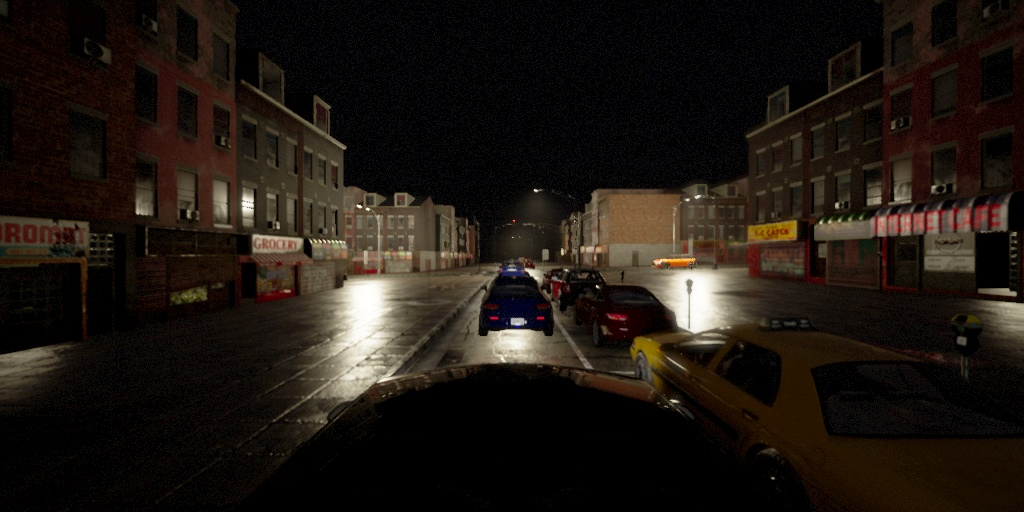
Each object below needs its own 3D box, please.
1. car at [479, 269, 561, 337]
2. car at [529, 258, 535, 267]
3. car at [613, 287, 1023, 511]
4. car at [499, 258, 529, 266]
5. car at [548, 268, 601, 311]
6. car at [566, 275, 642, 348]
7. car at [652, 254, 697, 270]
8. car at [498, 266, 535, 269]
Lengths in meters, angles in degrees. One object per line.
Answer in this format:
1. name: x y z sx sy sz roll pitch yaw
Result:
1. car: 0.075 1.278 10.190 1.812 1.442 4.674 0 0 -1
2. car: 2.649 1.314 57.258 1.967 1.591 4.097 0 0 0
3. car: 2.639 1.275 3.687 1.751 1.417 4.829 0 0 0
4. car: -0.006 1.127 27.581 2.097 1.767 4.553 0 0 0
5. car: 2.641 1.195 14.451 1.967 1.591 4.097 0 0 0
6. car: 2.640 1.333 8.985 1.802 1.307 4.207 0 0 0
7. car: 18.212 0.612 40.433 4.553 1.767 2.097 -1 0 0
8. car: 0.109 1.359 17.682 1.895 1.301 4.718 0 0 0
